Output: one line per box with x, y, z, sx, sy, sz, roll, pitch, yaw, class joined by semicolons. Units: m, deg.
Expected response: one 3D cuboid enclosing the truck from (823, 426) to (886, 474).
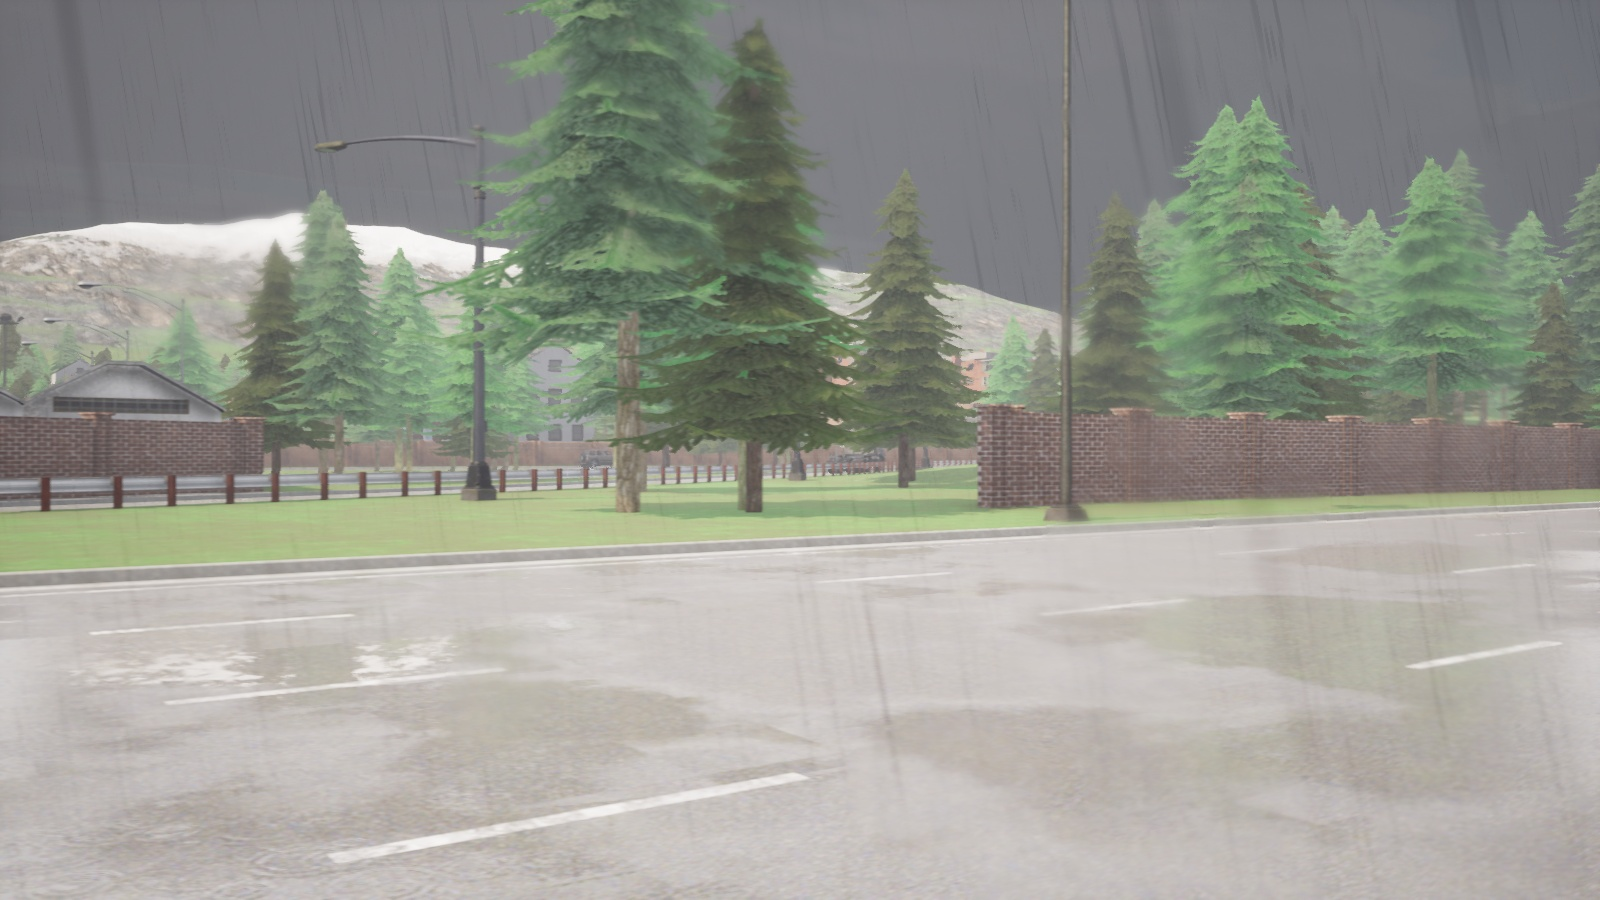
4.224;-0.013;94.915;2.891;3.462;7.936;0;0;17;truck
